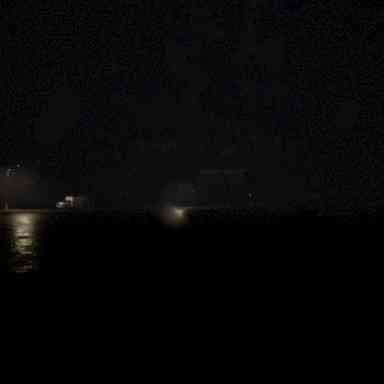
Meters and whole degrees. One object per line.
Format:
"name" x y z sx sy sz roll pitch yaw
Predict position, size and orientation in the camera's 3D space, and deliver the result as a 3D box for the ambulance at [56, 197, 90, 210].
"ambulance" -22.996 2.192 64.439 2.351 2.431 6.366 1 -1 36
